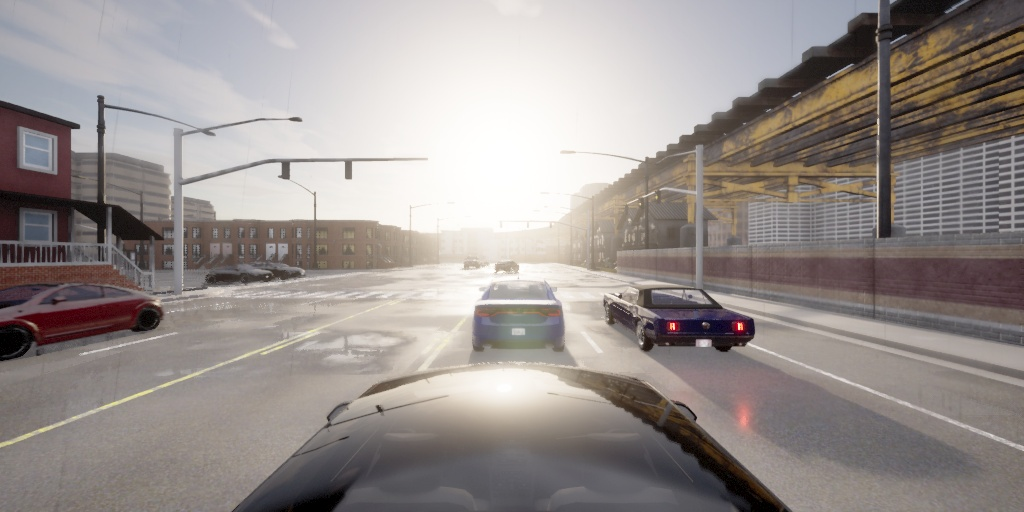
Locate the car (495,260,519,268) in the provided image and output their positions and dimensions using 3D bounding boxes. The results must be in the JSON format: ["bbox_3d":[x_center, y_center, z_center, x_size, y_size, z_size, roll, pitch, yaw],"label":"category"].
[{"bbox_3d":[-0.538,1.255,42.822,1.837,1.490,4.892,2,1,19],"label":"car"}]

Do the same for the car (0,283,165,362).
[{"bbox_3d":[-10.532,1.314,8.070,1.994,1.385,4.181,0,0,1],"label":"car"}]

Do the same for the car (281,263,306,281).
[{"bbox_3d":[-19.914,1.241,29.923,4.902,1.511,2.128,0,0,0],"label":"car"}]

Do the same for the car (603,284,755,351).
[{"bbox_3d":[3.656,1.351,8.964,1.895,1.301,4.718,0,0,1],"label":"car"}]

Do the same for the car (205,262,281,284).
[{"bbox_3d":[-19.731,1.314,26.106,4.181,1.385,1.994,0,0,4],"label":"car"}]

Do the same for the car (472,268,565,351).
[{"bbox_3d":[0.157,1.228,9.003,1.882,1.535,5.008,0,0,1],"label":"car"}]

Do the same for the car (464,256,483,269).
[{"bbox_3d":[-6.362,0.971,57.611,2.150,2.045,5.566,0,0,1],"label":"car"}]
